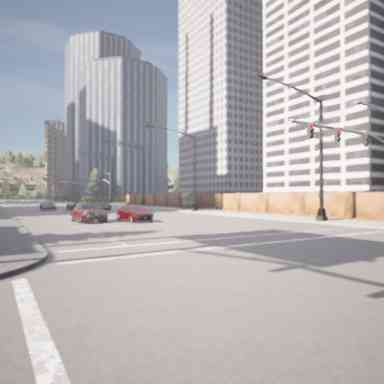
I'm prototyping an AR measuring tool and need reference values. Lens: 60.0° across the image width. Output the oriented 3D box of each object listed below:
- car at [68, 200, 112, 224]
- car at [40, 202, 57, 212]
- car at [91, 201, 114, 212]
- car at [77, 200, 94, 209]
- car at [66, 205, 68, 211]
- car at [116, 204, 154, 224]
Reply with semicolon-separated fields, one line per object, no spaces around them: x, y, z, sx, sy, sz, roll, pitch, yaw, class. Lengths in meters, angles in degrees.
-8.556;1.677;27.710;2.097;1.767;4.553;0;-1;-31;car
-21.222;2.126;49.022;2.033;1.411;5.357;0;-1;-31;car
-13.506;2.069;49.883;2.128;1.511;4.902;0;-1;-30;car
-18.899;2.210;58.793;1.812;1.442;4.674;0;-1;-31;car
-17.343;2.177;49.326;1.895;1.301;4.718;0;-1;-30;car
-4.950;1.805;28.496;1.882;1.535;5.008;0;-1;-31;car
